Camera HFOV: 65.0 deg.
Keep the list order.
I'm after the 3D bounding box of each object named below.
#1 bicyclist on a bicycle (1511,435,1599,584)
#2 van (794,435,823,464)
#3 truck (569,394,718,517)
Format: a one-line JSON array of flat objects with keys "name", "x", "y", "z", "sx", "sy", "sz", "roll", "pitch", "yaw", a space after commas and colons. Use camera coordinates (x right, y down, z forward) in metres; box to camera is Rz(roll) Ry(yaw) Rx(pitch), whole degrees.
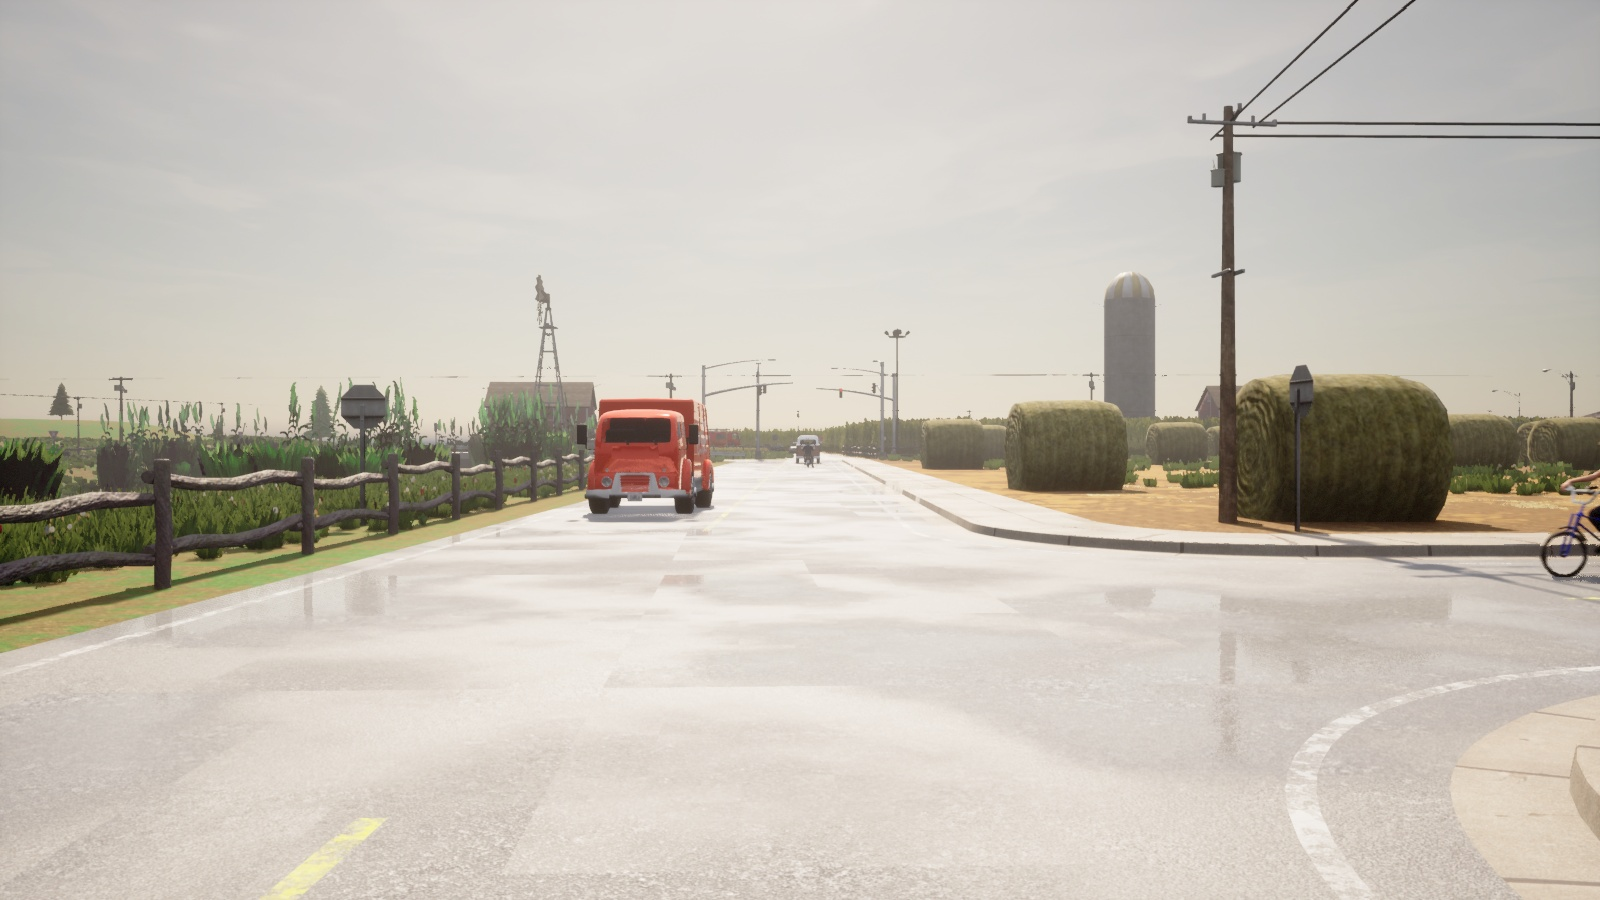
[{"name": "bicyclist on a bicycle", "x": 8.979, "y": 0.645, "z": 14.084, "sx": 1.509, "sy": 1.612, "sz": 0.866, "roll": 0, "pitch": 0, "yaw": -2}, {"name": "van", "x": 0.589, "y": -0.048, "z": 91.887, "sx": 2.069, "sy": 2.038, "sz": 4.480, "roll": 0, "pitch": 0, "yaw": 0}, {"name": "truck", "x": -3.311, "y": 0.100, "z": 27.866, "sx": 2.627, "sy": 2.467, "sz": 5.204, "roll": 0, "pitch": 0, "yaw": 0}]
